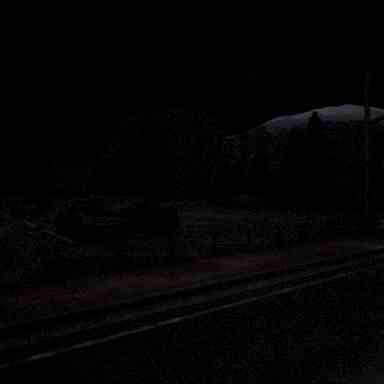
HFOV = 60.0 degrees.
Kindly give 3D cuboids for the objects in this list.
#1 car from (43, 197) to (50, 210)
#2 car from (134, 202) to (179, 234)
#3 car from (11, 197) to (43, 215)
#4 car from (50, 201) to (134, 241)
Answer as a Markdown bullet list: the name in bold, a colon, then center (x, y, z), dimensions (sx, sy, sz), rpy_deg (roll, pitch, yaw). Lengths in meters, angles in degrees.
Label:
- **car**: center (-17.759, 1.349, 39.161), dimensions (1.845, 1.501, 3.633), rpy_deg (0, 0, -36)
- **car**: center (-2.506, 1.315, 18.064), dimensions (2.007, 1.523, 4.514), rpy_deg (0, 0, -36)
- **car**: center (-15.829, 1.368, 31.401), dimensions (1.970, 1.475, 3.806), rpy_deg (0, 0, -36)
- **car**: center (-5.018, 1.315, 16.184), dimensions (2.152, 1.636, 5.027), rpy_deg (0, 0, -36)
